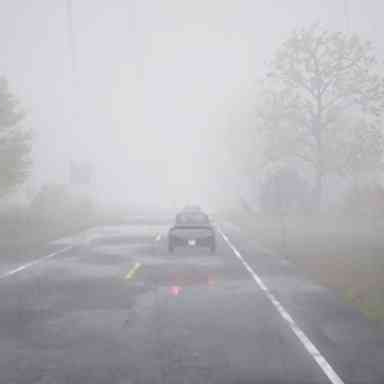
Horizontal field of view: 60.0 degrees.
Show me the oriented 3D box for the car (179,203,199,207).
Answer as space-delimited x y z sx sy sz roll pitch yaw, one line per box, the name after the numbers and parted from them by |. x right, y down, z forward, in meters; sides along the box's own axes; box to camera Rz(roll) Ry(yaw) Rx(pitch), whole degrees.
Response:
0.000 1.824 29.317 1.994 1.385 4.181 0 0 0 | car

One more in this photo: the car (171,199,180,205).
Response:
-3.511 2.120 71.780 1.994 1.385 4.181 0 0 0 | car

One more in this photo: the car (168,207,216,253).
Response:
0.002 1.623 14.286 2.128 1.511 4.902 0 0 0 | car
